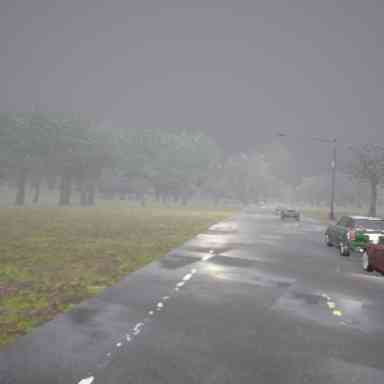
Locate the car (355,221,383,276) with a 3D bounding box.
[{"bbox_3d":[6.391,1.883,9.368,1.882,1.535,5.008,3,-1,12],"label":"car"}]

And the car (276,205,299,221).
[{"bbox_3d":[11.307,2.435,38.645,2.128,1.511,4.902,3,-1,12],"label":"car"}]

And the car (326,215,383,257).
[{"bbox_3d":[7.593,1.872,15.237,2.097,1.767,4.553,3,-1,11],"label":"car"}]
